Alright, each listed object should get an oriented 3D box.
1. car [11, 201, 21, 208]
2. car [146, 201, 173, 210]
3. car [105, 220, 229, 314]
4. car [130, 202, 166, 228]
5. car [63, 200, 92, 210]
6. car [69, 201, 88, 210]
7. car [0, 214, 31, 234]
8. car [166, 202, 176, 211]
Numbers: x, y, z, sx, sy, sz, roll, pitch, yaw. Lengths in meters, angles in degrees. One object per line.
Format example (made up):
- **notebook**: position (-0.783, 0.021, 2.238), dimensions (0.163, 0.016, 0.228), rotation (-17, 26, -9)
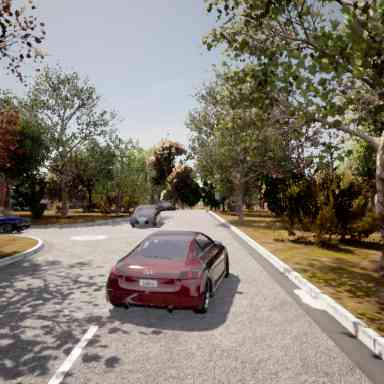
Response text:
- **car**: position (-35.409, 2.457, 66.354), dimensions (2.150, 2.045, 5.566), rotation (2, -3, -42)
- **car**: position (-5.880, 2.512, 59.932), dimensions (5.008, 1.535, 1.882), rotation (-2, -4, 41)
- **car**: position (-0.306, 1.588, 7.817), dimensions (1.994, 1.385, 4.181), rotation (0, 0, 13)
- **car**: position (-3.393, 1.766, 24.975), dimensions (2.128, 1.511, 4.902), rotation (-1, 0, 0)
- **car**: position (-21.570, 2.472, 62.775), dimensions (4.553, 1.767, 2.097), rotation (0, -2, 1)
- **car**: position (-18.877, 2.243, 59.490), dimensions (4.902, 1.511, 2.128), rotation (0, -2, -3)
- **car**: position (-12.762, 1.975, 20.782), dimensions (4.718, 1.301, 1.895), rotation (-1, -2, -3)
- **car**: position (-4.163, 2.343, 52.908), dimensions (2.033, 1.411, 5.357), rotation (1, -2, -22)
